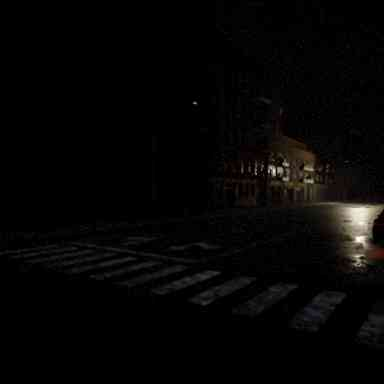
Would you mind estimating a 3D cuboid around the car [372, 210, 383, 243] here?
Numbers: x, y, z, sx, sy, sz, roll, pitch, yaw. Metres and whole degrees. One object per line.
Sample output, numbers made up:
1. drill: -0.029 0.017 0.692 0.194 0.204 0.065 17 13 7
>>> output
1. car: 9.637 1.486 15.399 1.882 1.535 5.008 1 0 35
